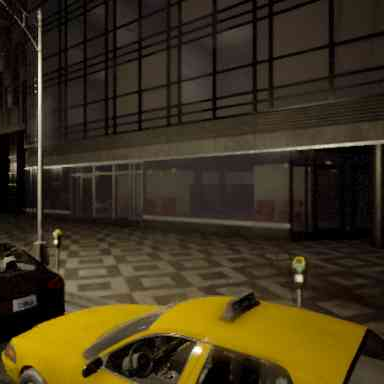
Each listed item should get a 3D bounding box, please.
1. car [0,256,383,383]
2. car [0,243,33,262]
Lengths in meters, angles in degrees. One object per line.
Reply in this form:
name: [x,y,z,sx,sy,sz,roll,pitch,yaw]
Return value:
car: [0.178,1.526,2.834,4.829,1.417,1.752,0,0,35]
car: [-3.991,1.571,5.807,4.313,1.339,1.947,0,0,35]
